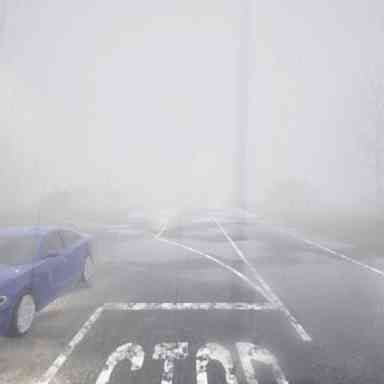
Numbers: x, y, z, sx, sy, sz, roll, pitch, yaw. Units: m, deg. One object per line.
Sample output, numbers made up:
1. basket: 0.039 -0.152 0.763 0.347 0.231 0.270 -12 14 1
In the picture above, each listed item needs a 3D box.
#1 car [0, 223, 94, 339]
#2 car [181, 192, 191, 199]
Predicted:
1. car: -3.500 1.474 6.784 1.882 1.535 5.008 0 0 0
2. car: -1.634 1.043 94.788 2.150 2.045 5.566 0 0 7
